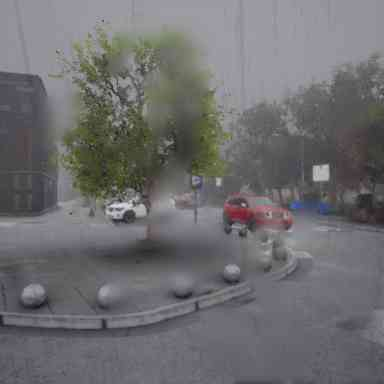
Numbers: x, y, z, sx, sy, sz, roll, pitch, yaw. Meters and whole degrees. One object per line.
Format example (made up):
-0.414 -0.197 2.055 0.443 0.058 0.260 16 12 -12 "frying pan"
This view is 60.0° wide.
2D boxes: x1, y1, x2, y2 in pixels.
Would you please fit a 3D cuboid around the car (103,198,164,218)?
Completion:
-5.486 1.475 31.664 5.366 1.575 1.946 -1 0 -38 "car"

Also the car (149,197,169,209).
-4.587 1.502 45.481 1.837 1.490 4.892 0 0 -18 "car"

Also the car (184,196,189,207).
-2.060 1.347 51.244 2.097 1.767 4.553 0 0 -18 "car"

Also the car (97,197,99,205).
-8.413 1.482 40.117 5.008 1.535 2.097 -1 1 -38 "car"

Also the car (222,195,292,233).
3.716 1.213 20.162 2.150 2.045 5.566 0 0 -19 "car"

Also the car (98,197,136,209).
-10.273 1.524 45.834 4.674 1.452 2.002 -1 0 -38 "car"

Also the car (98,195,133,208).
-11.167 1.359 48.706 4.553 1.767 2.185 -1 1 -38 "car"

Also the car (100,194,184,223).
-3.781 1.229 25.811 5.566 2.045 2.435 -1 1 -38 "car"

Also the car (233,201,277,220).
5.281 1.554 28.572 1.994 1.385 4.181 0 0 -17 "car"

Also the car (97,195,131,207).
-12.089 1.361 51.563 4.553 1.767 2.185 -1 1 -38 "car"

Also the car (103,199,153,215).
-6.570 1.521 34.404 4.674 1.452 2.002 -1 0 -38 "car"

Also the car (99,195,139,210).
-9.379 1.358 42.961 4.553 1.767 2.185 -1 0 -38 "car"
